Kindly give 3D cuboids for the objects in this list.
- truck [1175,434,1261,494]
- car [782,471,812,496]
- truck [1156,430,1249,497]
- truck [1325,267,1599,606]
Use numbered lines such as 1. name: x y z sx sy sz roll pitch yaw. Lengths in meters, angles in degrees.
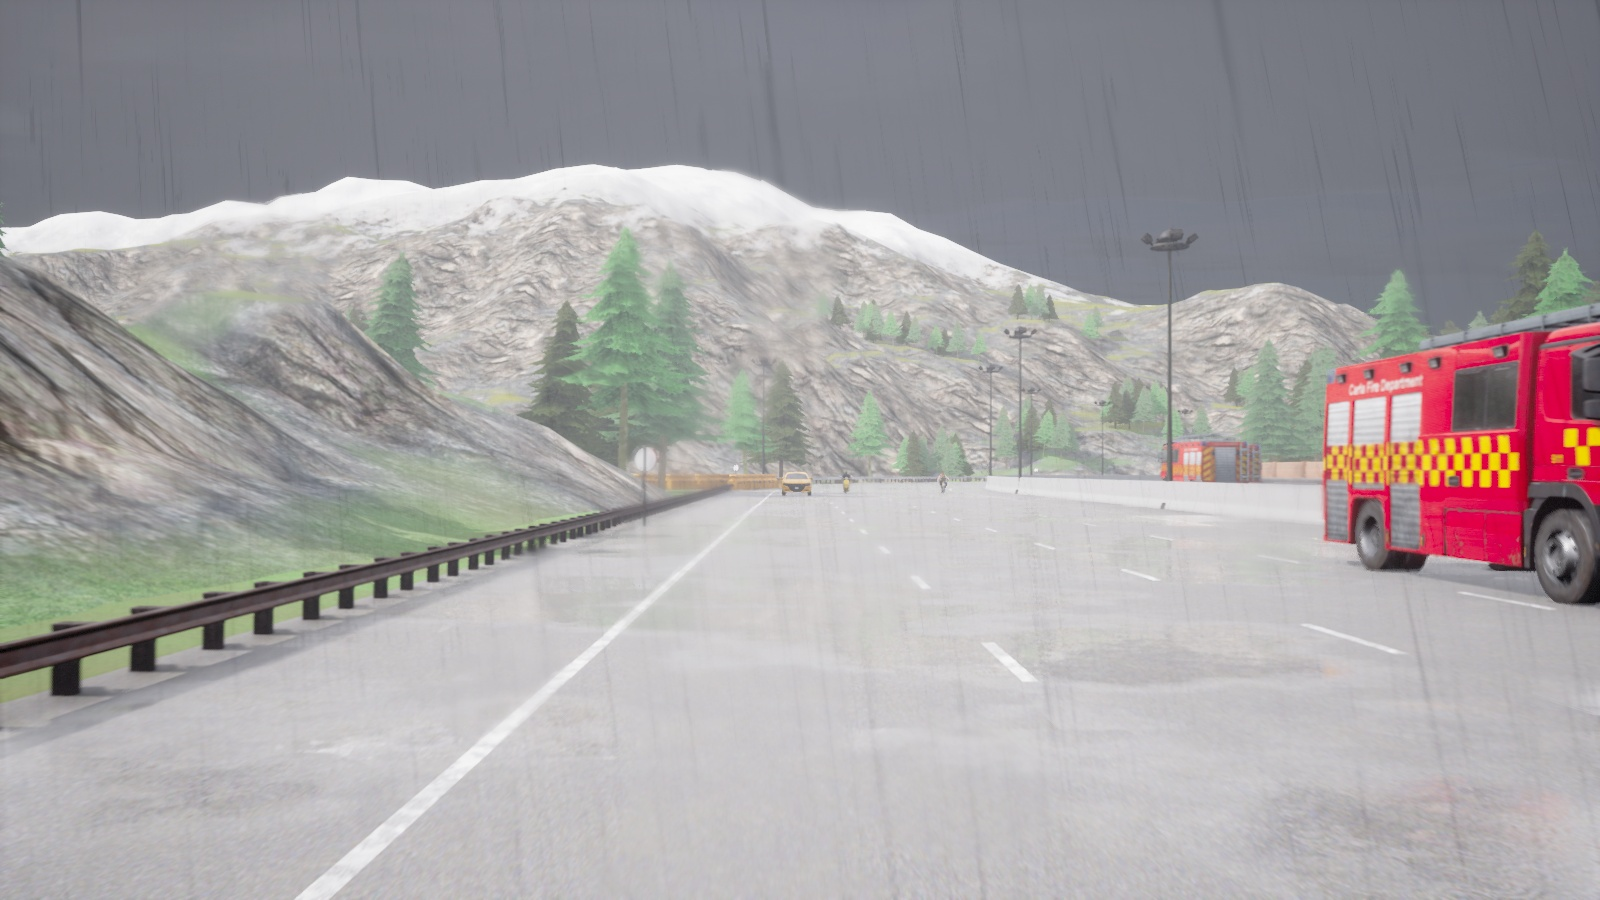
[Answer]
1. truck: 27.792 0.945 83.985 2.891 3.827 8.468 0 -1 0
2. car: -0.196 2.144 80.685 1.882 1.535 5.008 0 -1 0
3. truck: 24.311 0.831 76.335 2.891 3.827 8.468 0 -1 0
4. truck: 10.454 -0.103 17.236 2.891 3.827 8.468 0 -1 0
